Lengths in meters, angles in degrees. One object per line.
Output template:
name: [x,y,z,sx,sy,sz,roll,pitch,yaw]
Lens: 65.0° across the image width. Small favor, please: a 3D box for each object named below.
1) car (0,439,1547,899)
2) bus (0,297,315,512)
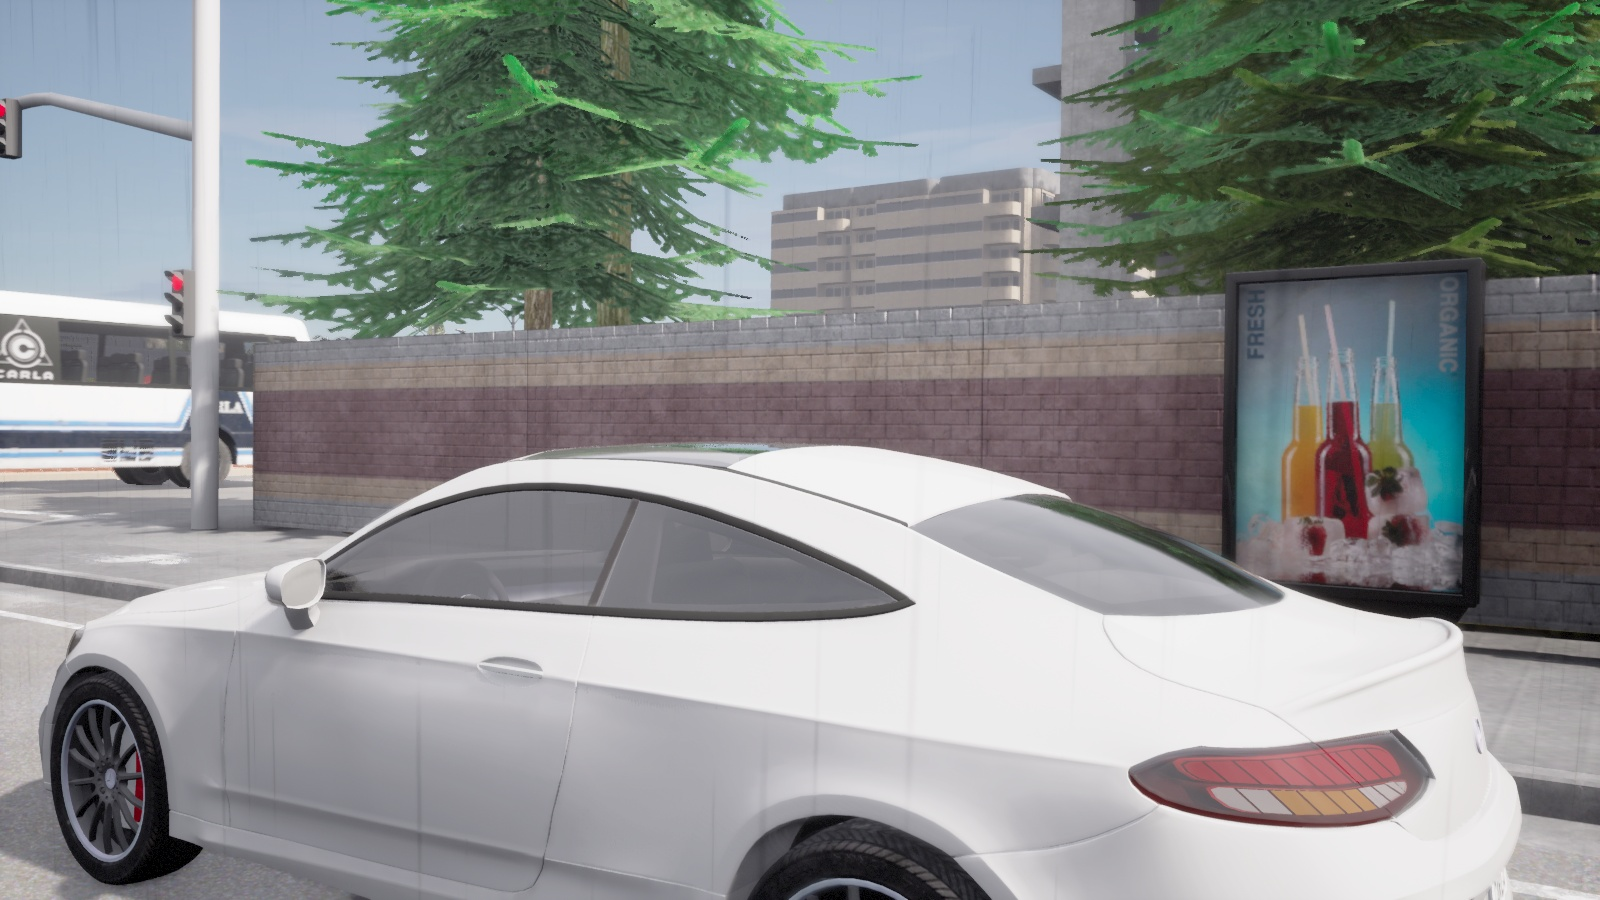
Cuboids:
car: [-0.437,0.708,3.913,4.674,1.442,1.812,0,1,33]
bus: [-16.368,-0.928,27.509,3.944,4.253,10.273,0,1,33]
